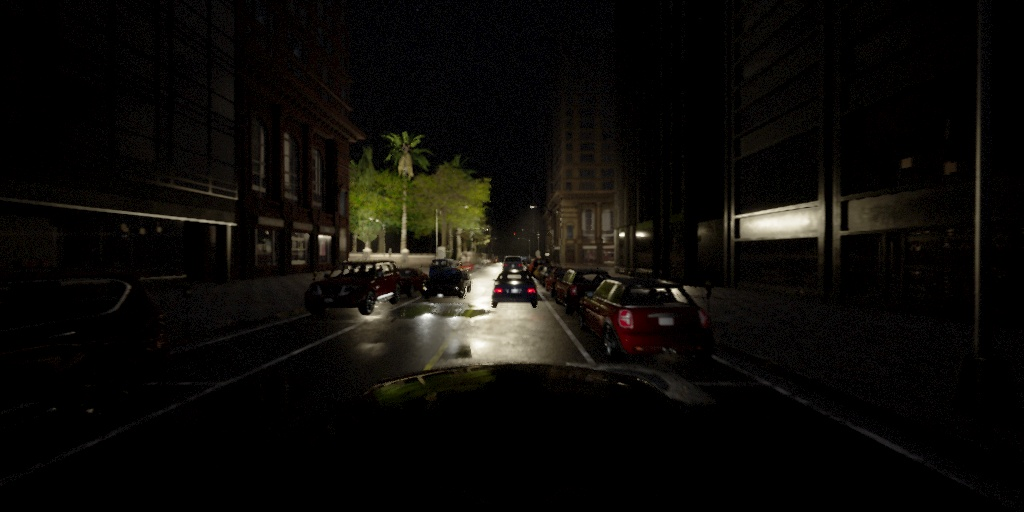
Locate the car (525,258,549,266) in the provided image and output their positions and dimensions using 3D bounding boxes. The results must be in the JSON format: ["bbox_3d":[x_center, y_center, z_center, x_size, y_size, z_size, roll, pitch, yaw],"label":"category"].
[{"bbox_3d":[2.763,1.117,35.479,2.192,1.841,5.009,0,0,0],"label":"car"}]

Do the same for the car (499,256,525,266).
[{"bbox_3d":[0.102,1.026,37.659,2.150,2.045,5.566,0,0,0],"label":"car"}]

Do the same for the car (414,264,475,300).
[{"bbox_3d":[-3.100,1.322,18.146,2.033,1.411,5.357,0,0,0],"label":"car"}]

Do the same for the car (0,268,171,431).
[{"bbox_3d":[-5.762,1.066,2.938,2.192,1.841,5.009,0,0,0],"label":"car"}]

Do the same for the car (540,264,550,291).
[{"bbox_3d":[2.762,1.321,19.204,1.888,1.381,4.507,0,0,0],"label":"car"}]

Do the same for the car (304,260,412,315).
[{"bbox_3d":[-5.763,1.082,13.790,2.192,1.841,5.009,0,0,0],"label":"car"}]

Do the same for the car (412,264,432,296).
[{"bbox_3d":[-5.762,1.321,19.216,1.888,1.381,4.507,0,0,0],"label":"car"}]

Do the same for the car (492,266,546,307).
[{"bbox_3d":[0.100,1.317,15.559,2.033,1.411,5.357,0,0,0],"label":"car"}]

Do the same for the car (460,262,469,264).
[{"bbox_3d":[-5.762,1.242,35.495,1.967,1.591,4.097,0,0,0],"label":"car"}]

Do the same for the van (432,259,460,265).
[{"bbox_3d":[-5.762,1.135,30.068,1.690,1.789,3.998,0,0,0],"label":"van"}]

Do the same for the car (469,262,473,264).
[{"bbox_3d":[-5.762,1.399,46.347,1.802,1.307,4.207,0,0,0],"label":"car"}]

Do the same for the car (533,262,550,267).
[{"bbox_3d":[2.763,1.335,24.628,2.007,1.370,4.403,0,0,0],"label":"car"}]

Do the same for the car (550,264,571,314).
[{"bbox_3d":[2.763,1.207,13.778,1.967,1.591,4.097,0,0,0],"label":"car"}]

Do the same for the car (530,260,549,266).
[{"bbox_3d":[2.763,1.319,30.223,1.751,1.417,4.829,0,0,0],"label":"car"}]

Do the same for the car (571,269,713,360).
[{"bbox_3d":[2.763,1.199,8.353,1.967,1.591,4.097,0,0,0],"label":"car"}]
